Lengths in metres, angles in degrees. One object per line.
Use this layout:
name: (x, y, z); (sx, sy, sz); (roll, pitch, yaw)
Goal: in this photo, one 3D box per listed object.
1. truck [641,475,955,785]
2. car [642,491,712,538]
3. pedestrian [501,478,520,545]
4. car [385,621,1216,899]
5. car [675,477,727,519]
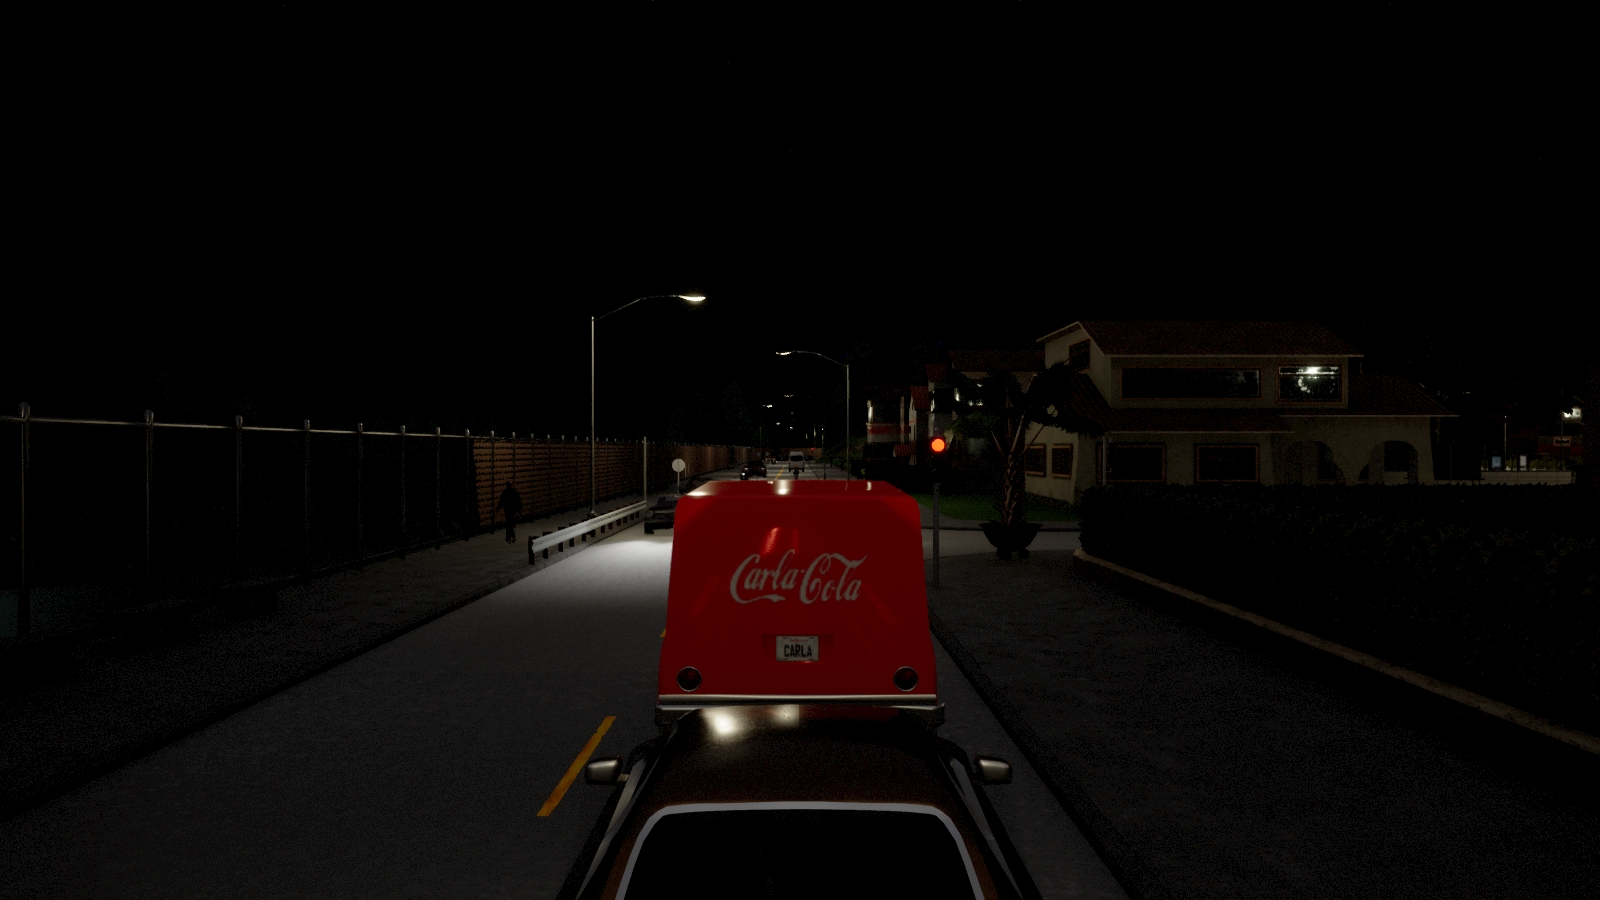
truck: (-0.025, 1.564, 12.158); (2.627, 2.467, 5.204); (0, 0, 0)
car: (-4.109, 2.141, 38.782); (1.895, 1.301, 4.718); (0, 0, 0)
pedestrian: (-8.151, 1.733, 32.176); (0.375, 1.860, 0.375); (0, 0, 12)
car: (-0.006, 1.989, 5.238); (2.152, 1.651, 5.027); (0, 0, 0)
car: (-4.136, 1.983, 48.093); (1.851, 1.617, 3.988); (0, 0, 0)
